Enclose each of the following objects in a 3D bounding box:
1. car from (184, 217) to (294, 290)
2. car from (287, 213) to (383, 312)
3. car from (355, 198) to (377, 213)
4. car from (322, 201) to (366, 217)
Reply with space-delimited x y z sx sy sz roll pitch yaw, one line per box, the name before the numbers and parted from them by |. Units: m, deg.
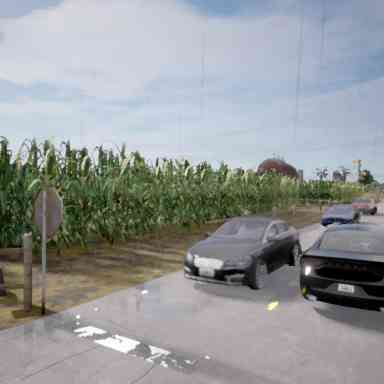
car | 1.656 1.503 9.389 2.128 1.511 4.902 0 0 33
car | 3.962 1.479 7.710 1.882 1.535 5.008 0 0 33
car | 16.921 1.374 32.768 2.097 1.767 4.553 0 -1 33
car | 10.126 1.562 22.394 2.033 1.411 5.357 0 0 33
